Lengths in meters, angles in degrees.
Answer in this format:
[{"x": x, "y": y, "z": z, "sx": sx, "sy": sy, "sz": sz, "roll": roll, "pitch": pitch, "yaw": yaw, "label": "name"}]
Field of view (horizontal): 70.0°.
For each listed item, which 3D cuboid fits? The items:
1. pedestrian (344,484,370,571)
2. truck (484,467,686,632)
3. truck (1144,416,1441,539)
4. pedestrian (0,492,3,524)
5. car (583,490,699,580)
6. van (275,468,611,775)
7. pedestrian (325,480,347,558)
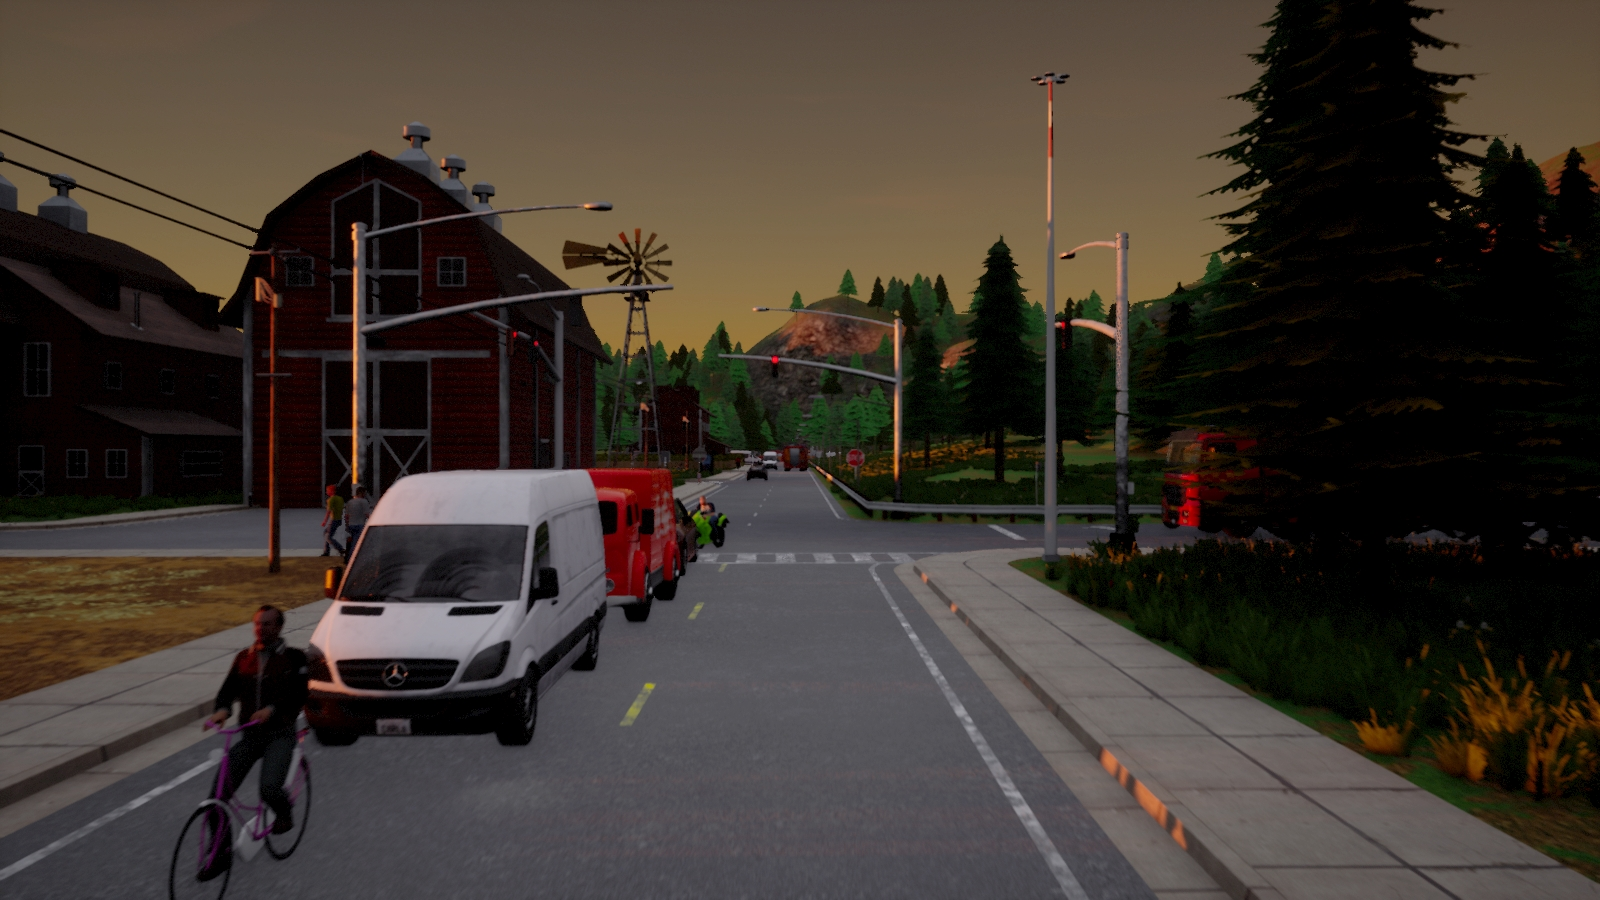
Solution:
[{"x": -9.678, "y": 1.676, "z": 24.945, "sx": 0.375, "sy": 1.860, "sz": 0.375, "roll": 0, "pitch": 0, "yaw": 21, "label": "pedestrian"}, {"x": -3.566, "y": 1.568, "z": 20.179, "sx": 2.627, "sy": 2.467, "sz": 5.204, "roll": 0, "pitch": 0, "yaw": 0, "label": "truck"}, {"x": 15.862, "y": 0.863, "z": 37.218, "sx": 8.468, "sy": 3.827, "sz": 2.891, "roll": 0, "pitch": 0, "yaw": -1, "label": "truck"}, {"x": -28.605, "y": 2.049, "z": 40.498, "sx": 0.500, "sy": 1.100, "sz": 0.500, "roll": 0, "pitch": 0, "yaw": -25, "label": "pedestrian"}, {"x": -3.618, "y": 1.903, "z": 26.797, "sx": 2.097, "sy": 1.767, "sz": 4.553, "roll": 0, "pitch": 0, "yaw": 0, "label": "car"}, {"x": -3.582, "y": 1.534, "z": 12.866, "sx": 1.988, "sy": 2.561, "sz": 5.915, "roll": 0, "pitch": 0, "yaw": -1, "label": "van"}, {"x": -11.263, "y": 1.673, "z": 27.732, "sx": 0.375, "sy": 1.860, "sz": 0.375, "roll": 0, "pitch": 0, "yaw": 1, "label": "pedestrian"}]
